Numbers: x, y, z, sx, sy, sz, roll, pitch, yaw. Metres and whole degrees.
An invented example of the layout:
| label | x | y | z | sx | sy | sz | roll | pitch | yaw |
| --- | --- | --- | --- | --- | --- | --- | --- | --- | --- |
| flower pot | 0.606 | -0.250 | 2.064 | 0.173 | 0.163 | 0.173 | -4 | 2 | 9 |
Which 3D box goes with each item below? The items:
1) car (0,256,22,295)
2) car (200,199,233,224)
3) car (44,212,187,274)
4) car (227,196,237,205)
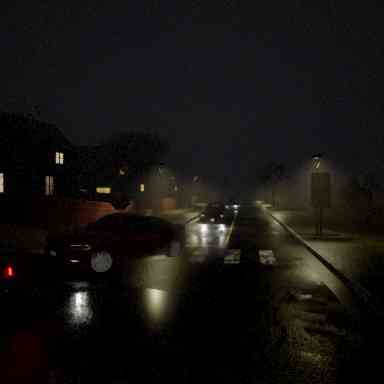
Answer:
| label | x | y | z | sx | sy | sz | roll | pitch | yaw |
| --- | --- | --- | --- | --- | --- | --- | --- | --- | --- |
| car | -5.515 | 1.295 | 5.625 | 4.718 | 1.301 | 1.895 | 3 | 2 | 13 |
| car | 1.796 | 1.530 | 25.345 | 2.033 | 1.411 | 5.357 | 0 | 0 | 9 |
| car | -2.150 | 1.423 | 10.708 | 1.882 | 1.535 | 5.008 | 3 | 0 | 36 |
| car | 6.650 | 1.484 | 56.232 | 1.812 | 1.442 | 4.674 | 0 | 0 | 9 |
